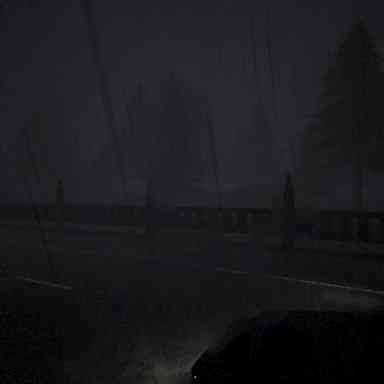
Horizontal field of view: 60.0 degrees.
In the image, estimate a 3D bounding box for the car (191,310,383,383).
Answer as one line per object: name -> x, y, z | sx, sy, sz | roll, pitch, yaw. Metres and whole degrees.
car -> 2.521, 1.536, 2.111 | 5.357, 1.411, 2.033 | 0, 0, 35
